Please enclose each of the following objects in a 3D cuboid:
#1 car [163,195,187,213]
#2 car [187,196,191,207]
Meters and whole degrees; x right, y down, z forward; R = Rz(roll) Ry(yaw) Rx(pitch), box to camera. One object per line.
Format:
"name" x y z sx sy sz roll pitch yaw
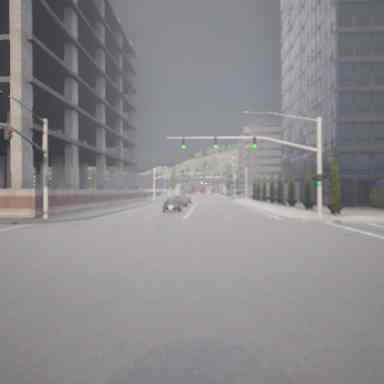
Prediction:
"car" -2.064 1.411 36.422 2.128 1.511 4.902 0 0 3
"car" -1.657 1.243 46.585 2.097 1.767 4.553 0 0 3
